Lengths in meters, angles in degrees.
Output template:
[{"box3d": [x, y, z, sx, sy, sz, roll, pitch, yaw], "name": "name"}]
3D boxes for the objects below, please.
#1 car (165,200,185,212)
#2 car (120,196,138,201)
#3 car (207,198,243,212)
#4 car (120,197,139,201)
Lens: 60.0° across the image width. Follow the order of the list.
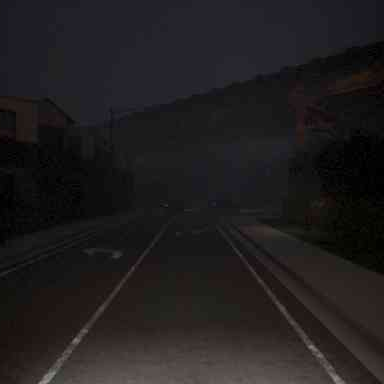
[{"box3d": [-2.143, 1.713, 41.897, 1.812, 1.442, 4.674, 0, 0, 8], "name": "car"}, {"box3d": [-16.763, 1.693, 88.876, 4.536, 1.218, 1.853, 0, 0, -15], "name": "car"}, {"box3d": [4.243, 1.539, 41.888, 4.553, 1.767, 2.097, 0, 0, -28], "name": "car"}, {"box3d": [-16.813, 1.851, 88.861, 4.974, 1.542, 2.038, 0, 0, -15], "name": "car"}]
